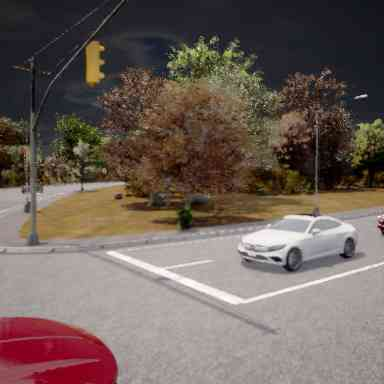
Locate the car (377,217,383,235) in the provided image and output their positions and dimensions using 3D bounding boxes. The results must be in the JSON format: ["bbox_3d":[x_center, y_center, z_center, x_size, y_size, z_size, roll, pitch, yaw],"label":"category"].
[{"bbox_3d":[10.964,1.381,16.090,4.718,1.301,1.895,-2,1,-35],"label":"car"}]

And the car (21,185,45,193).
[{"bbox_3d":[-27.015,-0.565,56.464,2.033,1.411,5.357,0,4,-1],"label":"car"}]

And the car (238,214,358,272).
[{"bbox_3d":[3.605,1.479,10.866,4.674,1.442,1.812,-1,0,-35],"label":"car"}]

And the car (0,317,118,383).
[{"bbox_3d":[-2.838,1.479,1.722,5.008,1.535,1.882,0,0,-35],"label":"car"}]
